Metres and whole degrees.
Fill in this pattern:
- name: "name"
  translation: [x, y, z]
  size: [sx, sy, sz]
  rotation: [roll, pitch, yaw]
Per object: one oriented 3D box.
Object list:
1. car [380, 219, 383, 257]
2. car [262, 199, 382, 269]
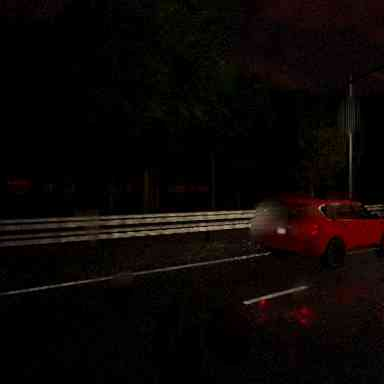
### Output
- name: "car"
  translation: [7.338, 1.525, 9.015]
  size: [5.008, 1.535, 1.882]
  rotation: [0, 0, -36]
- name: "car"
  translation: [4.855, 1.267, 11.538]
  size: [5.566, 2.045, 2.150]
  rotation: [0, 0, -36]
